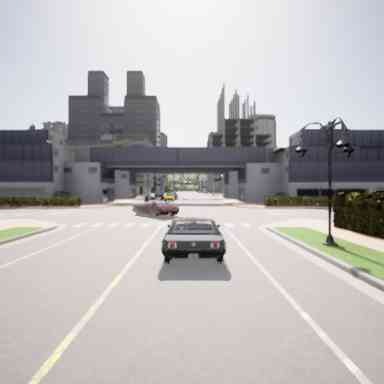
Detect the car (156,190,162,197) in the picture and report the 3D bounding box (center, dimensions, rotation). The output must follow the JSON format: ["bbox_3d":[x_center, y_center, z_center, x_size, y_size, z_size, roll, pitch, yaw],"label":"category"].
[{"bbox_3d":[-7.729,0.656,77.879,2.150,2.045,5.566,0,0,0],"label":"car"}]

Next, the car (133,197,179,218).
[{"bbox_3d":[-3.159,1.404,28.224,1.895,1.301,4.718,0,0,-38],"label":"car"}]

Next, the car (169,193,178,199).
[{"bbox_3d":[-4.229,0.930,77.864,1.837,1.490,4.892,0,0,0],"label":"car"}]

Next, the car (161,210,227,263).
[{"bbox_3d":[0.058,1.513,11.595,1.895,1.301,4.718,0,0,0],"label":"car"}]

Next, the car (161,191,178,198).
[{"bbox_3d":[-4.241,1.025,62.288,1.882,1.535,5.008,0,0,0],"label":"car"}]

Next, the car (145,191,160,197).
[{"bbox_3d":[-7.742,1.040,62.359,2.128,1.511,4.902,0,0,0],"label":"car"}]
